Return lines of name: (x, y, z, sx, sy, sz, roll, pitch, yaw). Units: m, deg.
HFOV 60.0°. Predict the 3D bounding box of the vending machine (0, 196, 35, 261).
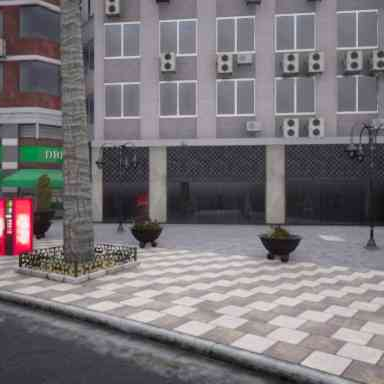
vending machine: (-6.203, 1.195, 11.454, 0.880, 2.100, 1.100, 0, 0, 23)
